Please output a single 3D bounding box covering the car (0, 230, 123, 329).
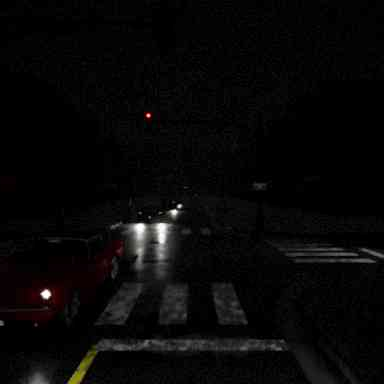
[{"bbox_3d":[-2.846,1.560,6.985,1.895,1.301,4.718,0,0,0],"label":"car"}]

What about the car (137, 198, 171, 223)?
[{"bbox_3d":[-2.834,1.392,24.584,1.812,1.442,4.674,0,0,0],"label":"car"}]

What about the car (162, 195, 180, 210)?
[{"bbox_3d":[-2.818,1.140,39.561,2.097,1.767,4.553,0,0,0],"label":"car"}]
